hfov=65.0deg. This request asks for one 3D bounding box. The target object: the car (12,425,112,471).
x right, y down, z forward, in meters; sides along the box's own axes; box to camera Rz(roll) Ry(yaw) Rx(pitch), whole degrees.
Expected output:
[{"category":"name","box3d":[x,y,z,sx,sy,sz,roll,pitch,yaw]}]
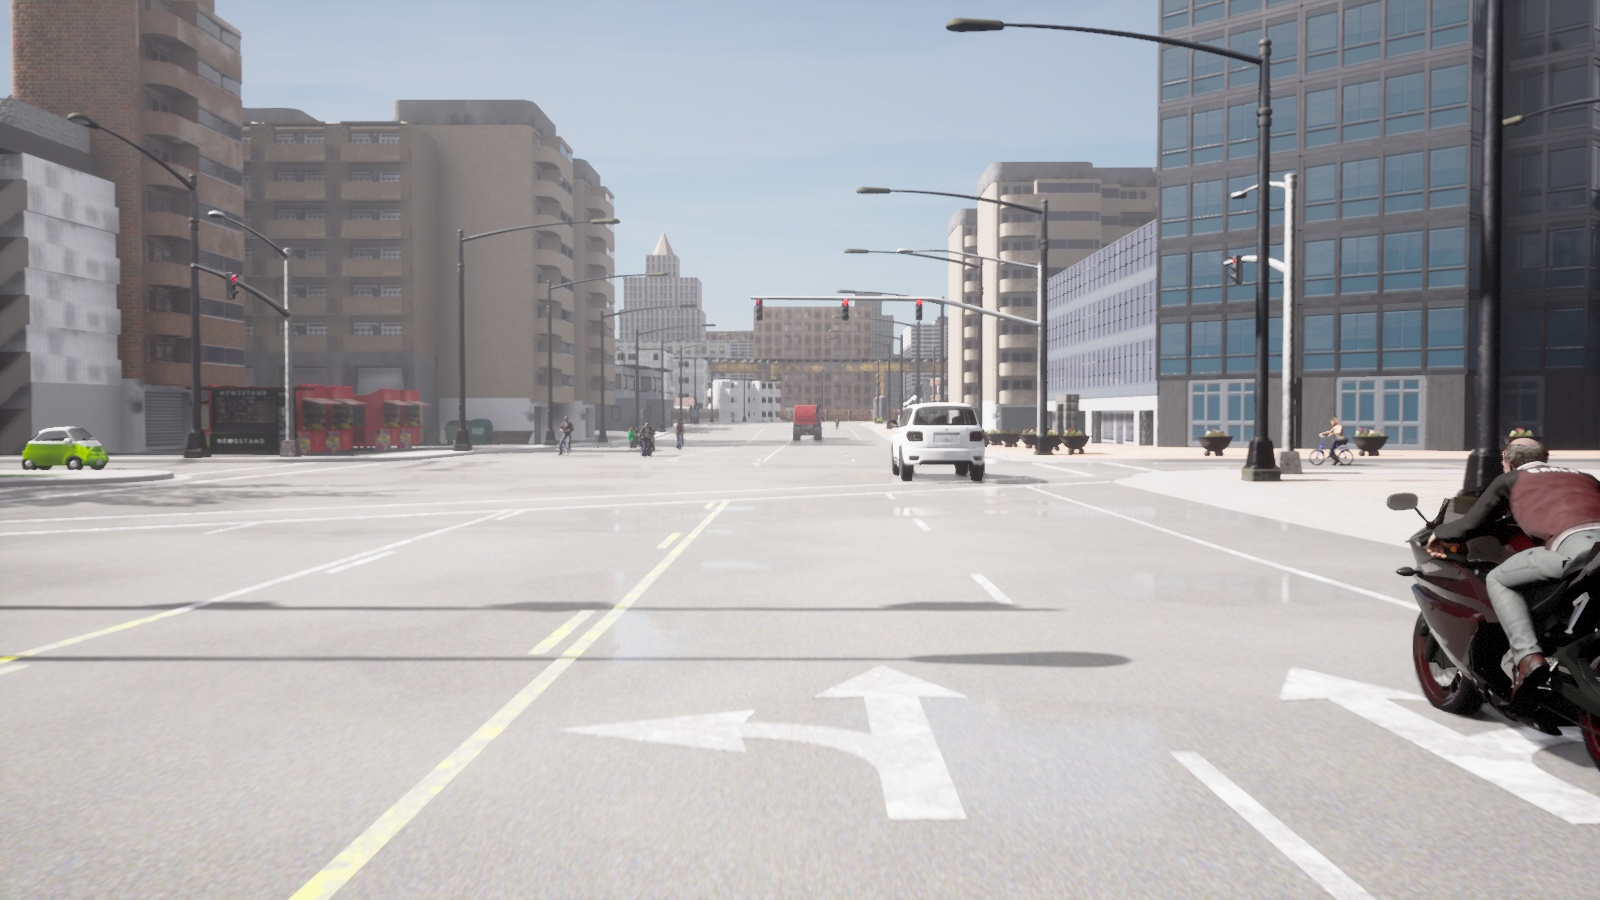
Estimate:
[{"category":"car","box3d":[-22.823,-0.066,38.888,2.207,1.376,1.481,0,2,1]}]

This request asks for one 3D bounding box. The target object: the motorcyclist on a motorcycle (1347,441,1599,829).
[{"category":"motorcyclist on a motorcycle","box3d":[3.550,0.725,6.065,0.866,1.530,2.191,0,1,0]}]

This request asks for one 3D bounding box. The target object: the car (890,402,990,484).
[{"category":"car","box3d":[3.713,-0.249,34.350,2.150,2.045,5.566,0,2,0]}]

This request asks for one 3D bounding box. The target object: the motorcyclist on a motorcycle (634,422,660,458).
[{"category":"motorcyclist on a motorcycle","box3d":[-6.671,-0.434,54.757,0.866,1.530,2.191,0,1,0]}]

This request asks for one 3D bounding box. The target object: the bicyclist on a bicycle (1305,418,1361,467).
[{"category":"bicyclist on a bicycle","box3d":[17.746,-0.244,41.838,1.509,1.612,0.866,0,2,1]}]
